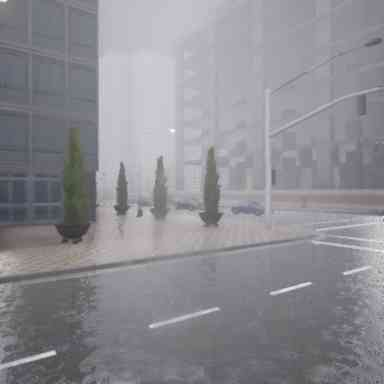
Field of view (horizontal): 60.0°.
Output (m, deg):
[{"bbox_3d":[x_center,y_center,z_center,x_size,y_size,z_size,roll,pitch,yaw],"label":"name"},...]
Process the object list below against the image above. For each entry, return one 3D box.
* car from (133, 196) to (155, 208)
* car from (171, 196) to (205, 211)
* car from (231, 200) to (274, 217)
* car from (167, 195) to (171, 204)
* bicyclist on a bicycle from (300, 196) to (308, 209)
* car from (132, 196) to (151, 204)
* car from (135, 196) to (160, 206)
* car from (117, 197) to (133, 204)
[{"bbox_3d":[-6.210,1.509,48.892,2.128,1.511,4.902,0,0,-36],"label":"car"},{"bbox_3d":[-0.168,1.368,40.544,2.097,1.767,4.553,0,0,-36],"label":"car"},{"bbox_3d":[5.802,1.540,32.342,1.812,1.442,4.674,0,0,-36],"label":"car"},{"bbox_3d":[-4.817,1.357,59.123,2.097,1.767,4.553,0,0,-36],"label":"car"},{"bbox_3d":[13.979,1.292,41.440,1.656,1.620,0.582,0,0,-36],"label":"bicyclist on a bicycle"},{"bbox_3d":[-10.097,1.511,66.308,1.837,1.490,4.892,0,0,-36],"label":"car"},{"bbox_3d":[-7.648,1.503,57.065,2.128,1.511,4.902,0,0,-35],"label":"car"},{"bbox_3d":[-12.930,1.577,64.253,1.994,1.385,4.181,0,0,-36],"label":"car"}]
